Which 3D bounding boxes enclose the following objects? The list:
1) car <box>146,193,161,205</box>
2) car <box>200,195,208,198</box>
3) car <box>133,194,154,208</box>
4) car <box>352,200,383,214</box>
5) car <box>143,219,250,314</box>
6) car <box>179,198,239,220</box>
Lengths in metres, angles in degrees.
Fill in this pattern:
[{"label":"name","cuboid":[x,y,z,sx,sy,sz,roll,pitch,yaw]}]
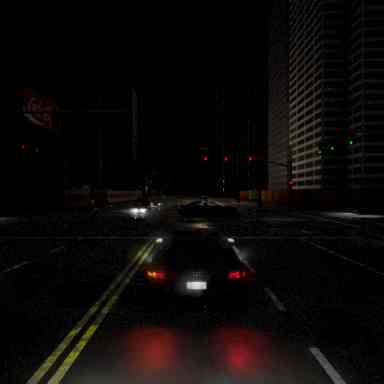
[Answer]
[{"label":"car","cuboid":[-7.229,1.221,58.018,2.150,2.045,5.566,0,0,0]},{"label":"car","cuboid":[3.268,1.525,87.523,2.128,1.511,4.902,0,0,0]},{"label":"car","cuboid":[-7.214,1.491,48.065,2.128,1.511,4.902,0,0,0]},{"label":"car","cuboid":[19.626,1.547,34.471,5.357,1.411,2.033,0,0,0]},{"label":"car","cuboid":[0.076,1.564,7.685,1.994,1.385,4.181,0,0,0]},{"label":"car","cuboid":[1.348,1.491,27.126,4.902,1.511,2.128,0,0,0]}]
